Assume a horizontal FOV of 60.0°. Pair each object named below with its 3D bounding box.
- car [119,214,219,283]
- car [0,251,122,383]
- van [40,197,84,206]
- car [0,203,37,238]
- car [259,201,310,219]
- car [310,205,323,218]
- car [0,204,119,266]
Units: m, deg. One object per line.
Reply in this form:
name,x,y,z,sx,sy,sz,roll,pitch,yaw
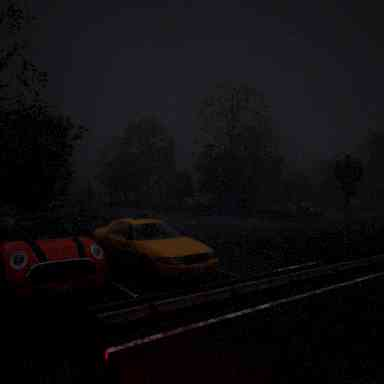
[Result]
car,-1.390,1.484,10.089,1.946,1.575,5.366,0,0,-36
car,-2.788,1.492,1.690,4.902,1.511,2.128,0,0,-36
van,-8.083,1.266,20.472,1.878,1.987,4.442,0,0,-36
car,-10.526,1.475,19.081,1.946,1.575,5.366,0,0,-36
car,8.724,1.844,32.709,2.002,1.452,4.674,2,-1,-36
car,11.271,1.746,34.603,2.185,1.767,4.553,1,-1,-36
car,-3.881,1.347,8.557,2.185,1.767,4.553,0,0,-36
